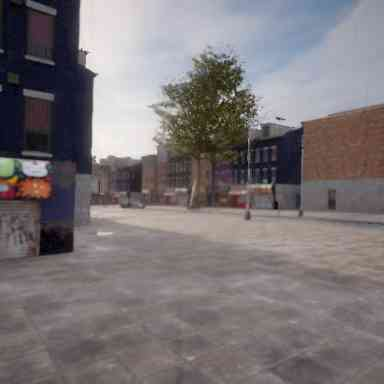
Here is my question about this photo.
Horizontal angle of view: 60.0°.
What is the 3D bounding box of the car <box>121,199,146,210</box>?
[{"bbox_3d":[-8.027,1.728,45.484,2.128,1.511,4.902,2,-2,-34],"label":"car"}]
